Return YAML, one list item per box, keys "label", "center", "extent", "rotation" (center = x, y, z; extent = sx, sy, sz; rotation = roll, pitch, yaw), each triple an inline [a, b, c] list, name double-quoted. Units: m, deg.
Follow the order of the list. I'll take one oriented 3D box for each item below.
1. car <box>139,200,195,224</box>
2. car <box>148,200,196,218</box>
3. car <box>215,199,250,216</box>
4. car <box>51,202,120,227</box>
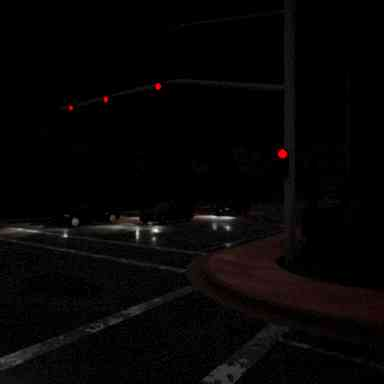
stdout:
- label: "car"
  center: [-1.774, 1.477, 24.888]
  extent: [1.882, 1.535, 5.008]
  rotation: [0, 0, 36]
- label: "car"
  center: [-1.761, 1.504, 30.912]
  extent: [1.837, 1.490, 4.892]
  rotation: [0, 0, 36]
- label: "car"
  center: [4.082, 1.504, 33.029]
  extent: [1.837, 1.490, 4.892]
  rotation: [0, 0, 36]
- label: "car"
  center: [-7.289, 1.477, 23.194]
  extent: [1.882, 1.535, 5.008]
  rotation: [0, 0, 36]
